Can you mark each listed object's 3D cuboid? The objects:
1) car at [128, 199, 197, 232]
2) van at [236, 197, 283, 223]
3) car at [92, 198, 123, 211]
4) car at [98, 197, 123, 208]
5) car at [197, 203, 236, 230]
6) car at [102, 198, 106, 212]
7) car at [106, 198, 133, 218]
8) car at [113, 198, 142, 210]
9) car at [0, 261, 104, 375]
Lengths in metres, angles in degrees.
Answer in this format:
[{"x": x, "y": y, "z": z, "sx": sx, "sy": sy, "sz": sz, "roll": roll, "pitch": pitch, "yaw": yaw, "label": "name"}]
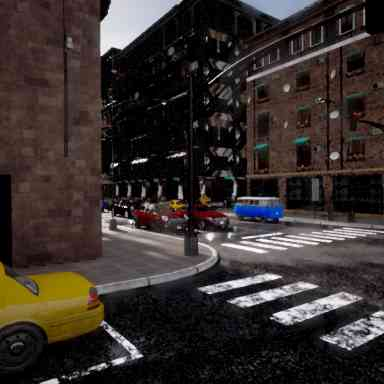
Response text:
[{"x": -1.883, "y": 1.441, "z": 20.016, "sx": 1.967, "sy": 1.590, "sz": 4.097, "roll": 0, "pitch": 0, "yaw": -36, "label": "car"}, {"x": 4.904, "y": 1.280, "z": 24.931, "sx": 1.690, "sy": 1.788, "sz": 3.998, "roll": 0, "pitch": 0, "yaw": -36, "label": "van"}, {"x": -10.763, "y": 1.484, "z": 42.067, "sx": 2.033, "sy": 1.411, "sz": 5.357, "roll": -1, "pitch": 0, "yaw": -36, "label": "car"}, {"x": -11.748, "y": 1.463, "z": 47.822, "sx": 1.887, "sy": 1.381, "sz": 4.507, "roll": -1, "pitch": 0, "yaw": -36, "label": "car"}, {"x": 0.416, "y": 1.508, "z": 21.261, "sx": 1.812, "sy": 1.442, "sz": 4.674, "roll": -1, "pitch": 0, "yaw": -34, "label": "car"}, {"x": -11.903, "y": 1.182, "z": 38.205, "sx": 2.150, "sy": 2.045, "sz": 5.566, "roll": -1, "pitch": 0, "yaw": -36, "label": "car"}, {"x": -5.630, "y": 1.473, "z": 29.566, "sx": 1.837, "sy": 1.490, "sz": 4.892, "roll": -1, "pitch": 0, "yaw": -36, "label": "car"}, {"x": -8.417, "y": 1.463, "z": 43.244, "sx": 1.887, "sy": 1.381, "sz": 4.507, "roll": -1, "pitch": 0, "yaw": -36, "label": "car"}, {"x": -3.574, "y": 1.525, "z": 4.015, "sx": 4.829, "sy": 1.417, "sz": 1.752, "roll": 0, "pitch": 0, "yaw": -36, "label": "car"}]
